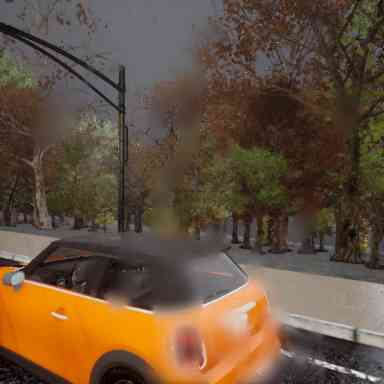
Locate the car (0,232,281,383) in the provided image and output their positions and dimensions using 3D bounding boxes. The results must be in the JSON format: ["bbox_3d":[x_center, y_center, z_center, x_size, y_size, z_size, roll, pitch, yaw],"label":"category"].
[{"bbox_3d":[-1.239,1.351,4.581,4.553,1.767,2.097,0,0,36],"label":"car"}]
